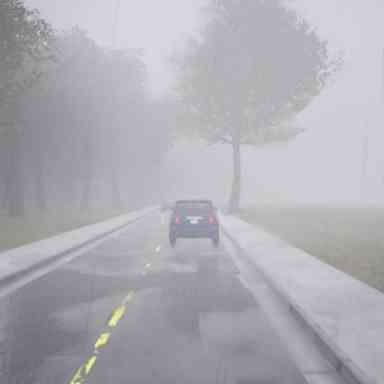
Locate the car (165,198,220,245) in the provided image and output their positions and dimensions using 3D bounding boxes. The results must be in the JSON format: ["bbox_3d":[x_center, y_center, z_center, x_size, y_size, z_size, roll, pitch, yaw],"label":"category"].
[{"bbox_3d":[0.096,1.298,15.959,2.150,2.045,5.566,0,0,0],"label":"car"}]

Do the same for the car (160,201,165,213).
[{"bbox_3d":[-2.746,1.741,40.304,2.033,1.411,5.357,0,0,0],"label":"car"}]

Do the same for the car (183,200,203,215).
[{"bbox_3d":[0.102,1.668,36.786,2.128,1.511,4.902,0,0,0],"label":"car"}]
